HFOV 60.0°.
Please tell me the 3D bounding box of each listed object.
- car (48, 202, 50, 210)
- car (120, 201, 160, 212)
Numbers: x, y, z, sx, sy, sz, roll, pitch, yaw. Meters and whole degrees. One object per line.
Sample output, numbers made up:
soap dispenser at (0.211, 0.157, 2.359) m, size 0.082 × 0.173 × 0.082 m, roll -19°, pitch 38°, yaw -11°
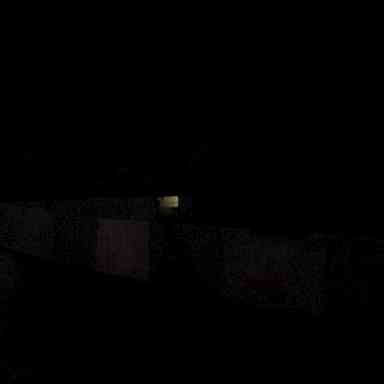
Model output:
car at (-11.080, 1.376, 22.553) m, size 2.128 × 1.511 × 4.902 m, roll -2°, pitch -1°, yaw 36°
car at (-5.046, 1.236, 30.764) m, size 1.882 × 1.535 × 5.008 m, roll -2°, pitch -1°, yaw 36°
